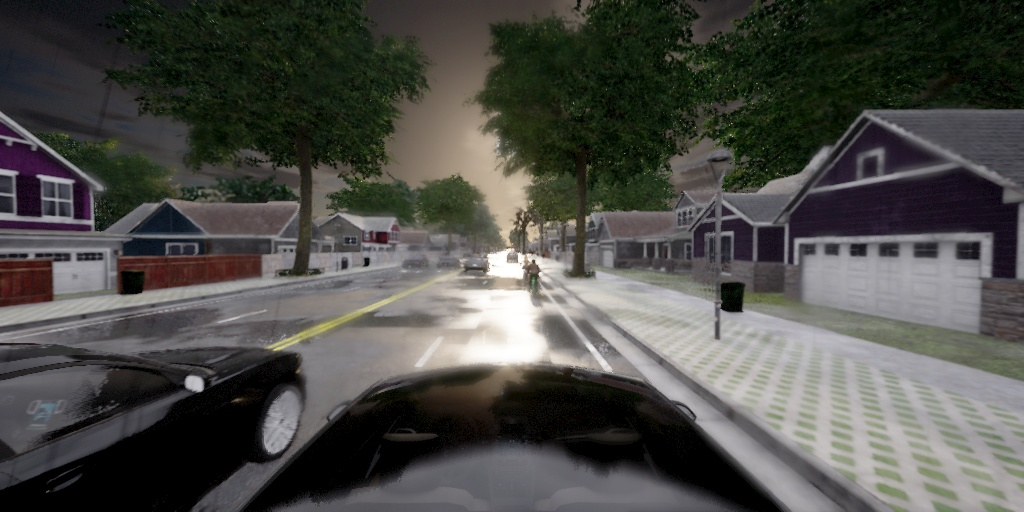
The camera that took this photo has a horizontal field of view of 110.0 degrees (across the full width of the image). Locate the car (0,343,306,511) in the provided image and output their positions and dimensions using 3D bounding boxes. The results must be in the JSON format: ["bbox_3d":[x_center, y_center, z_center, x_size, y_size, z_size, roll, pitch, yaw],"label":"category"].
[{"bbox_3d":[-3.150,1.224,1.864,1.882,1.535,5.008,0,1,0],"label":"car"}]

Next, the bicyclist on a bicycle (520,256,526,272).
[{"bbox_3d":[0.910,0.764,23.450,0.866,1.612,1.509,0,1,0],"label":"bicyclist on a bicycle"}]

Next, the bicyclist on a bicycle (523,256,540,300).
[{"bbox_3d":[0.897,0.950,14.697,0.582,1.620,1.656,0,1,0],"label":"bicyclist on a bicycle"}]

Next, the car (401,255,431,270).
[{"bbox_3d":[-9.833,0.608,37.173,2.033,1.411,5.357,0,1,0],"label":"car"}]

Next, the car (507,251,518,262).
[{"bbox_3d":[0.081,0.151,57.963,2.128,1.511,4.902,0,1,0],"label":"car"}]

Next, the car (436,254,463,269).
[{"bbox_3d":[-6.580,0.619,37.430,1.994,1.385,4.181,0,1,0],"label":"car"}]

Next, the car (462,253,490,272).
[{"bbox_3d":[-3.142,0.711,32.715,1.994,1.385,4.181,0,1,0],"label":"car"}]
